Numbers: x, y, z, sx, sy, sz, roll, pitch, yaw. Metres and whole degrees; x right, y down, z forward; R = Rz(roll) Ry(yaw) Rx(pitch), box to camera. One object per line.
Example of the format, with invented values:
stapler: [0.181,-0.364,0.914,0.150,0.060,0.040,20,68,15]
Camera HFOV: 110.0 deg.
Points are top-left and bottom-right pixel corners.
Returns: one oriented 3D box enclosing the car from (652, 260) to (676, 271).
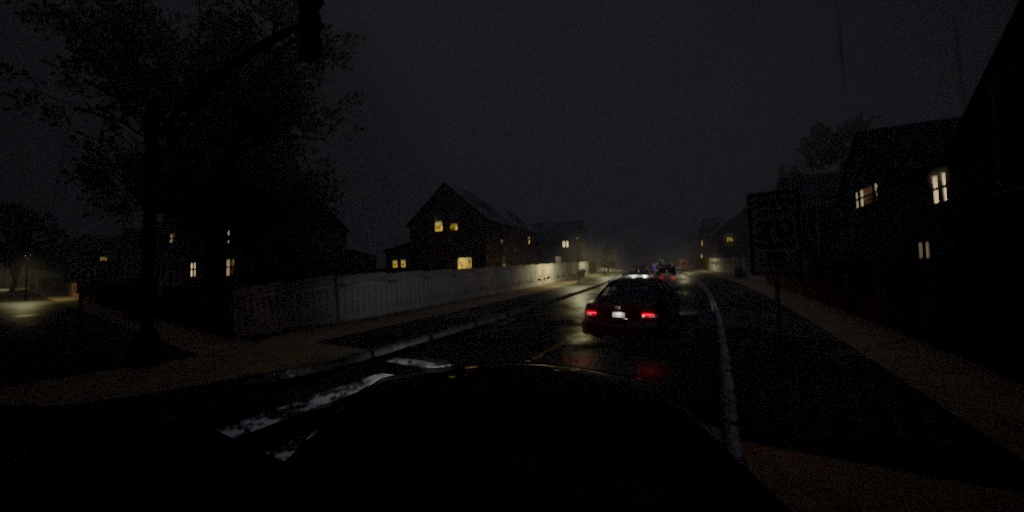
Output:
car: [16.836,1.354,39.369,2.128,1.511,4.902,-2,-1,20]

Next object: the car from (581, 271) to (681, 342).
car: [3.471,1.302,9.844,2.033,1.411,5.357,-2,-1,29]

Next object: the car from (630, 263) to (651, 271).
car: [15.257,1.540,43.105,1.994,1.385,4.181,-2,-1,20]
